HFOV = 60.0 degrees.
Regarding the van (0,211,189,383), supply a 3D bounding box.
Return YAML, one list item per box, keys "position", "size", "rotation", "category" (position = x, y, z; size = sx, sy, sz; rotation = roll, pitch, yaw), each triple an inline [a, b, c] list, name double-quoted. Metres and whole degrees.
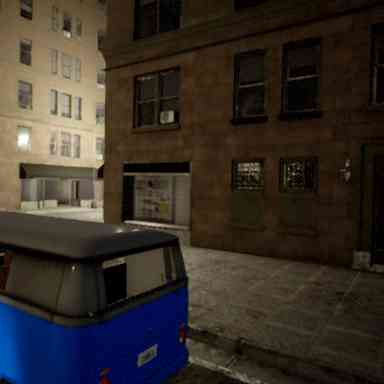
- position: [-1.953, 1.208, 4.072]
  size: [3.998, 1.788, 1.690]
  rotation: [2, 1, 33]
  category: "van"
